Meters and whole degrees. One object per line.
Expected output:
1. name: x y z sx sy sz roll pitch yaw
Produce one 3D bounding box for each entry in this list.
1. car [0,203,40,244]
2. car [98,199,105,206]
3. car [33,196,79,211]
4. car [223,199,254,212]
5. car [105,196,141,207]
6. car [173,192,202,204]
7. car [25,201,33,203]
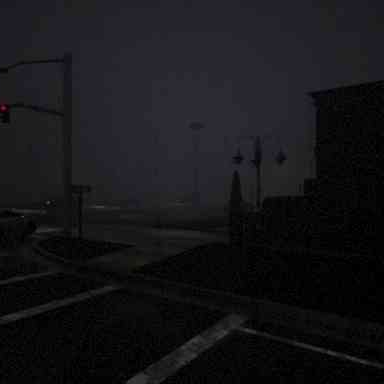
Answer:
1. car: -8.950 1.460 15.187 1.812 1.442 4.674 -1 0 -3
2. car: -12.143 1.402 50.228 1.994 1.385 4.181 0 0 36
3. car: -15.780 1.206 39.305 2.097 1.767 4.553 0 0 36
4. car: 5.041 1.457 36.159 1.812 1.442 4.674 0 0 36
5. car: -9.554 1.332 47.851 1.882 1.535 5.008 0 1 36
6. car: -0.425 1.078 60.321 2.150 2.045 5.566 0 0 37
7. car: -18.513 1.365 41.488 1.812 1.442 4.674 0 0 36
